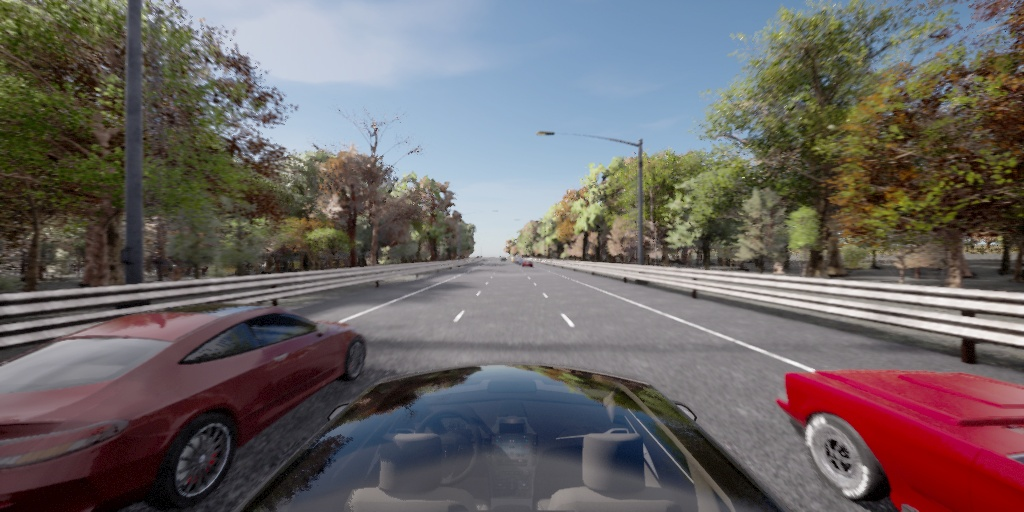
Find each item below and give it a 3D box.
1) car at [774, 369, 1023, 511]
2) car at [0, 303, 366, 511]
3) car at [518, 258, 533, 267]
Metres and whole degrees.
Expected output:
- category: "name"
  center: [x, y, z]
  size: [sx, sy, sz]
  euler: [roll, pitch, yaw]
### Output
- category: "car"
  center: [3.598, 1.347, 1.475]
  size: [1.895, 1.301, 4.718]
  euler: [0, 0, 0]
- category: "car"
  center: [-3.403, 1.282, 4.218]
  size: [1.812, 1.442, 4.674]
  euler: [0, 0, 0]
- category: "car"
  center: [2.760, 1.294, 65.303]
  size: [2.163, 1.488, 4.792]
  euler: [0, 0, -1]
